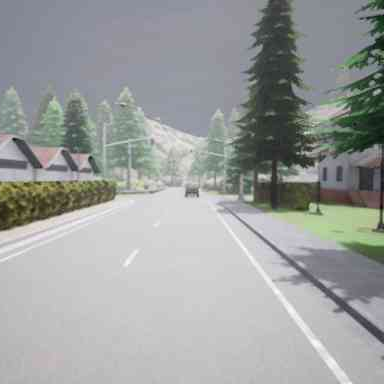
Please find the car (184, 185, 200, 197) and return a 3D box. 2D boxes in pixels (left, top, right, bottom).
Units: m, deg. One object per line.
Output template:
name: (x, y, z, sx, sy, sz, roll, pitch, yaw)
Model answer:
car: (0.006, -0.186, 45.744, 1.837, 1.490, 4.892, 0, 2, 0)
